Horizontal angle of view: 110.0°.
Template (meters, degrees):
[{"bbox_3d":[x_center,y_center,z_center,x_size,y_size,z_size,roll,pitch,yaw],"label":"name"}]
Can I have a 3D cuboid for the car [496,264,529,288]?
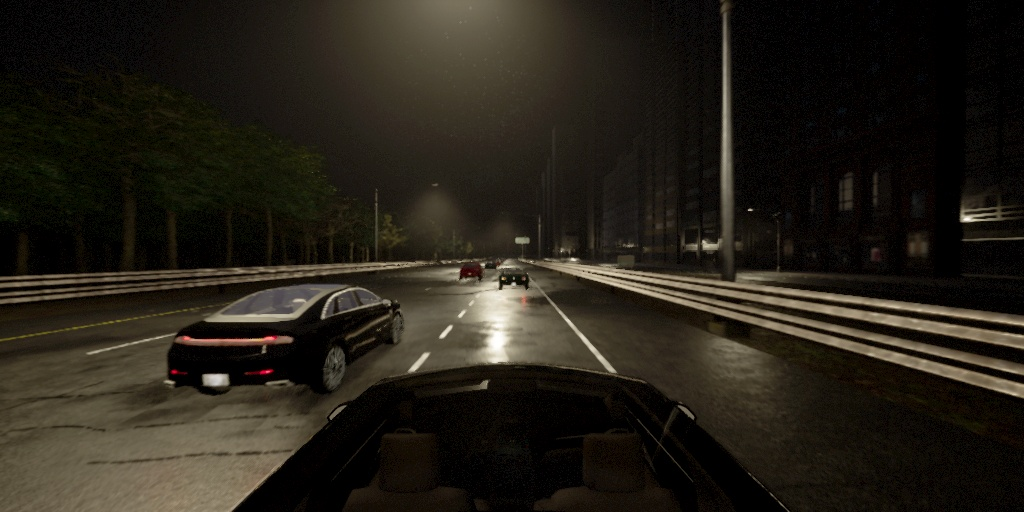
[{"bbox_3d":[0.101,1.427,24.214,1.895,1.301,4.718,0,0,0],"label":"car"}]

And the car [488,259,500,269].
[{"bbox_3d":[-3.668,1.580,62.335,1.994,1.385,4.181,0,0,0],"label":"car"}]

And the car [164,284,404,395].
[{"bbox_3d":[-3.499,1.257,6.662,2.128,1.511,4.902,0,0,0],"label":"car"}]

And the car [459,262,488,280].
[{"bbox_3d":[-3.539,1.340,32.327,1.882,1.535,5.008,0,0,0],"label":"car"}]
